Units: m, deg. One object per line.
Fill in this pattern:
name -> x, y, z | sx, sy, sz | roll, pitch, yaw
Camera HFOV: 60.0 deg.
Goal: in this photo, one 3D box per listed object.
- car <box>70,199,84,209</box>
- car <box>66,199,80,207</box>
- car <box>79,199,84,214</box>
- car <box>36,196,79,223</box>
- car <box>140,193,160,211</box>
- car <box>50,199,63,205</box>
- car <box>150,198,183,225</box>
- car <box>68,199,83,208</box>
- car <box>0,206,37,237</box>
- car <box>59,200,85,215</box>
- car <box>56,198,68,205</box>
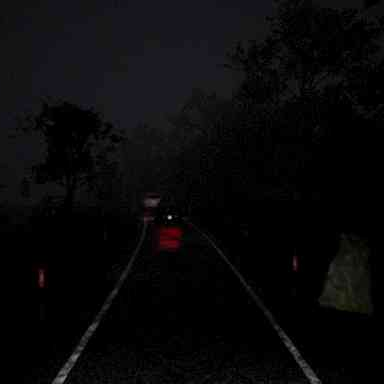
car -> -18.431, 1.899, 53.175 | 2.097, 1.535, 5.008 | -1, -1, -20
car -> -23.097, 2.073, 64.266 | 2.097, 1.535, 5.008 | -1, -1, -24
car -> -12.242, 1.673, 32.460 | 2.231, 1.521, 4.892 | 2, -1, -13
car -> -11.119, 1.367, 26.950 | 2.435, 2.045, 5.566 | 2, -1, -10
car -> -5.021, 1.172, 40.200 | 2.150, 2.045, 5.566 | -1, 0, -14
car -> -34.305, 2.416, 84.215 | 2.002, 1.452, 4.674 | 1, -1, -34
car -> -1.757, 1.399, 23.487 | 1.837, 1.490, 4.892 | 0, -1, -8
car -> -20.759, 1.982, 59.058 | 2.231, 1.521, 4.892 | -1, -1, -22
car -> -9.512, 1.536, 15.724 | 1.946, 1.575, 5.366 | 2, -1, -5
car -> -13.542, 1.728, 37.898 | 2.231, 1.521, 4.892 | 2, -1, -13
car -> -30.913, 2.270, 79.094 | 2.097, 1.535, 5.008 | -2, 0, -29
